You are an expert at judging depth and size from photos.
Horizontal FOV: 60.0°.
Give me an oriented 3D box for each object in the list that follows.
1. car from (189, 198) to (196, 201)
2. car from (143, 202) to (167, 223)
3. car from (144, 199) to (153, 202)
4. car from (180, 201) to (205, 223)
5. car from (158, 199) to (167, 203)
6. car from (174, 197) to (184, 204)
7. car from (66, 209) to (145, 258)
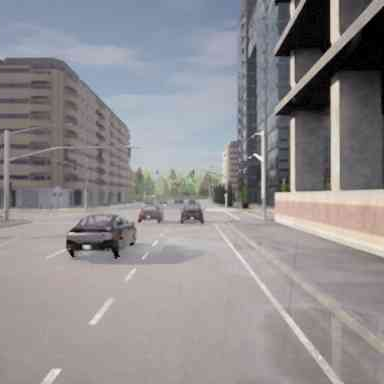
[{"bbox_3d":[0.022,2.557,87.713,1.895,1.301,4.718,0,-1,1],"label":"car"},{"bbox_3d":[-3.485,1.857,28.882,1.812,1.442,4.674,0,-1,0],"label":"car"},{"bbox_3d":[-10.569,2.390,80.790,1.837,1.490,4.892,0,-1,1],"label":"car"},{"bbox_3d":[0.014,1.833,28.487,1.837,1.490,4.892,0,-1,0],"label":"car"},{"bbox_3d":[-7.069,2.389,80.745,1.837,1.490,4.892,0,-1,1],"label":"car"},{"bbox_3d":[-3.479,2.317,87.699,2.097,1.767,4.553,0,-1,1],"label":"car"},{"bbox_3d":[-3.475,1.643,13.482,2.128,1.511,4.902,0,0,0],"label":"car"}]
